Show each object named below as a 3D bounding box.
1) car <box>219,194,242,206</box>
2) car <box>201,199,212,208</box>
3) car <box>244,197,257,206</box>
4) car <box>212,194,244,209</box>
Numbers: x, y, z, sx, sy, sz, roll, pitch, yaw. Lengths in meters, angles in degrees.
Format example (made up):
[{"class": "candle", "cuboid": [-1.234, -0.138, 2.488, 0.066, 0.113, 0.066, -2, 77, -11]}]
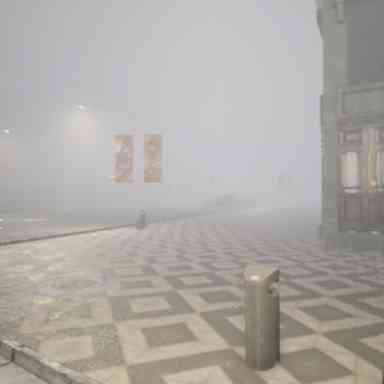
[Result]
[{"class": "car", "cuboid": [6.877, 1.354, 58.729, 2.150, 2.045, 5.566, 0, 0, 26]}, {"class": "car", "cuboid": [3.213, 1.733, 51.166, 1.895, 1.301, 4.718, 0, 0, 27]}, {"class": "car", "cuboid": [9.785, 1.601, 57.273, 2.128, 1.511, 4.902, 0, 0, 26]}, {"class": "car", "cuboid": [5.260, 1.331, 47.948, 2.150, 2.045, 5.566, 0, 0, 27]}]
